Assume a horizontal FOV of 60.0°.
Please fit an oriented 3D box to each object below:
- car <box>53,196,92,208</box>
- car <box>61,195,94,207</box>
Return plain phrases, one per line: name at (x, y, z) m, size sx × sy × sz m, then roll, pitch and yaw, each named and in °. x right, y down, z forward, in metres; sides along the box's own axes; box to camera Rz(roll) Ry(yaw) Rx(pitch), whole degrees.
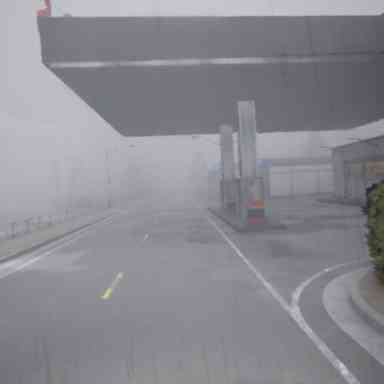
car at (-18.089, 1.464, 49.893) m, size 5.027 × 1.636 × 2.152 m, roll -4°, pitch 1°, yaw -2°
car at (-18.270, 1.421, 53.025) m, size 4.514 × 1.523 × 2.007 m, roll -4°, pitch 1°, yaw -2°
